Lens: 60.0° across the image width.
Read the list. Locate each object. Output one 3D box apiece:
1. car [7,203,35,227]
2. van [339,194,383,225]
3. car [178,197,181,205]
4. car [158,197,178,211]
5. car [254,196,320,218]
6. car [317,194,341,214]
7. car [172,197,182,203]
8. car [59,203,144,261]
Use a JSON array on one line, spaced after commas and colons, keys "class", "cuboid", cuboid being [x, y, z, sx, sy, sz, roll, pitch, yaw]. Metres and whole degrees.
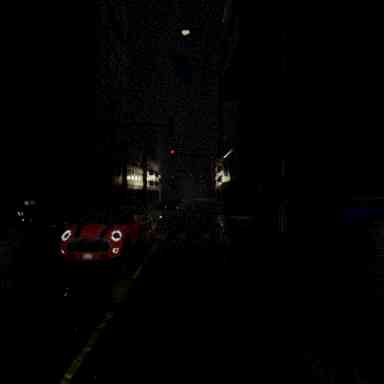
[{"class": "car", "cuboid": [-13.898, 1.531, 24.120, 4.553, 1.767, 2.097, -1, 0, 0]}, {"class": "van", "cuboid": [12.065, 1.219, 21.579, 3.998, 1.788, 1.690, -1, 1, 0]}, {"class": "car", "cuboid": [-3.186, 1.591, 51.382, 2.033, 1.411, 5.357, 0, 0, 1]}, {"class": "car", "cuboid": [-3.174, 1.593, 42.054, 1.994, 1.385, 4.181, 0, 0, 0]}, {"class": "car", "cuboid": [7.701, 1.370, 27.847, 5.008, 1.535, 1.882, -1, 0, 7]}, {"class": "car", "cuboid": [12.026, 1.139, 30.103, 5.009, 1.841, 2.192, -1, 1, 0]}, {"class": "car", "cuboid": [-3.135, 1.680, 71.298, 1.895, 1.301, 4.718, 0, 0, 0]}, {"class": "car", "cuboid": [-3.130, 1.358, 12.295, 2.097, 1.767, 4.553, 0, 0, 1]}]
